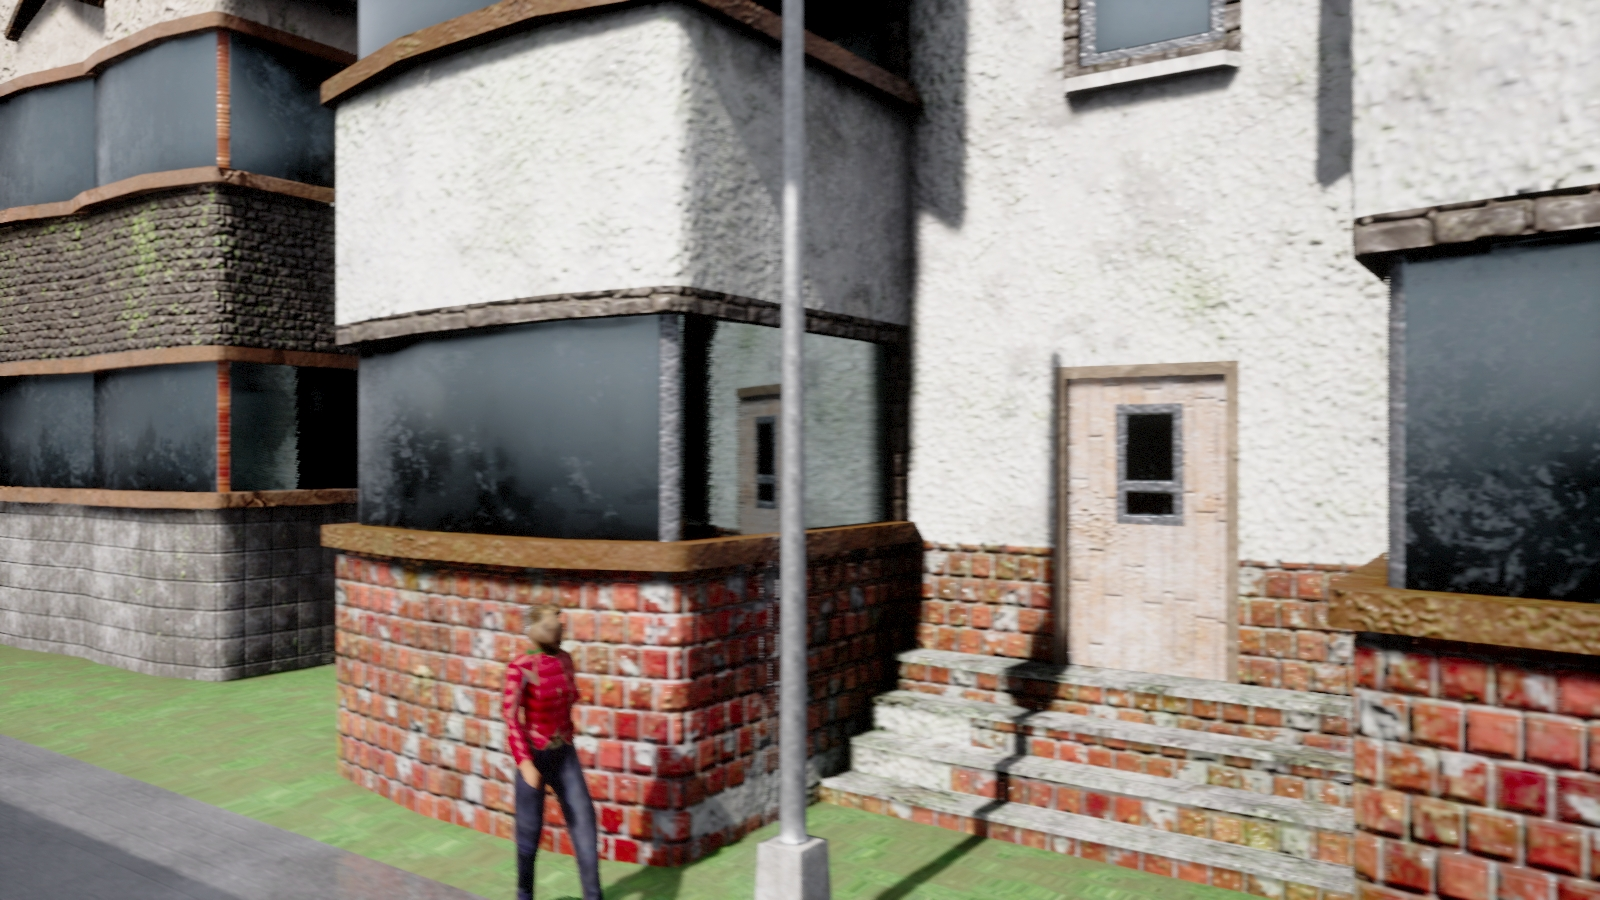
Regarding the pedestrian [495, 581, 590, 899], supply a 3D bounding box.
[{"bbox_3d":[-1.413,1.680,6.263,0.375,1.860,0.375,0,0,-42],"label":"pedestrian"}]
